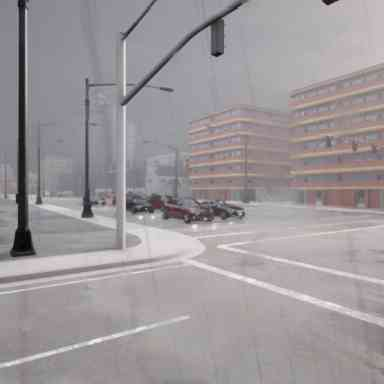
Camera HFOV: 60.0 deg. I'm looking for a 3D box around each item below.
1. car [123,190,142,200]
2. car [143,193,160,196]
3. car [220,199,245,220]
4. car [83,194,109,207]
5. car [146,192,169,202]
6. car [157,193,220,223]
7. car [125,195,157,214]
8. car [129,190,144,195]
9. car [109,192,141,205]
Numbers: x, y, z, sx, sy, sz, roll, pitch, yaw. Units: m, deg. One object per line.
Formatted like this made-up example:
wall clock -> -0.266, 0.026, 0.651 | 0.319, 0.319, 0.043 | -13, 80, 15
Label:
car -> -11.870, 0.553, 66.323 | 2.097, 1.767, 4.553 | 0, 1, -34
car -> -2.789, 1.090, 34.216 | 2.097, 1.767, 4.553 | 0, 1, -34
car -> 2.214, 1.355, 26.871 | 2.128, 1.511, 4.902 | 0, 1, -35
car -> -12.395, 1.022, 42.097 | 2.128, 1.511, 4.902 | 0, 1, -34
car -> -6.008, 0.869, 57.733 | 1.837, 1.490, 4.892 | 0, 1, -34
car -> -0.351, 1.226, 24.425 | 2.097, 1.767, 4.553 | 0, 1, -34
car -> -5.210, 1.316, 31.554 | 1.994, 1.385, 4.181 | 0, 1, -34
car -> -8.899, 0.856, 55.760 | 2.128, 1.511, 4.902 | 0, 1, -34
car -> -8.739, 1.117, 42.946 | 1.994, 1.385, 4.181 | 0, 1, -34
